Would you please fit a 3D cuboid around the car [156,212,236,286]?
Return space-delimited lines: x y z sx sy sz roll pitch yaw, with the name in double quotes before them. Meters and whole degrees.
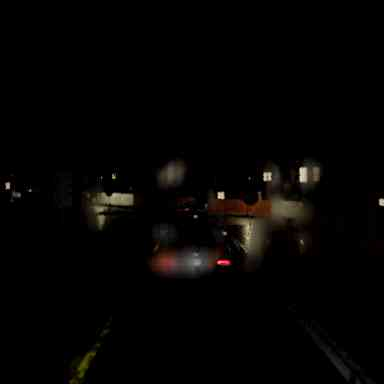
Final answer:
"car" 0.070 1.517 9.402 2.033 1.411 5.357 0 0 0

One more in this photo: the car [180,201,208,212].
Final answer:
"car" 0.187 1.426 24.560 2.128 1.511 4.902 2 0 -1
